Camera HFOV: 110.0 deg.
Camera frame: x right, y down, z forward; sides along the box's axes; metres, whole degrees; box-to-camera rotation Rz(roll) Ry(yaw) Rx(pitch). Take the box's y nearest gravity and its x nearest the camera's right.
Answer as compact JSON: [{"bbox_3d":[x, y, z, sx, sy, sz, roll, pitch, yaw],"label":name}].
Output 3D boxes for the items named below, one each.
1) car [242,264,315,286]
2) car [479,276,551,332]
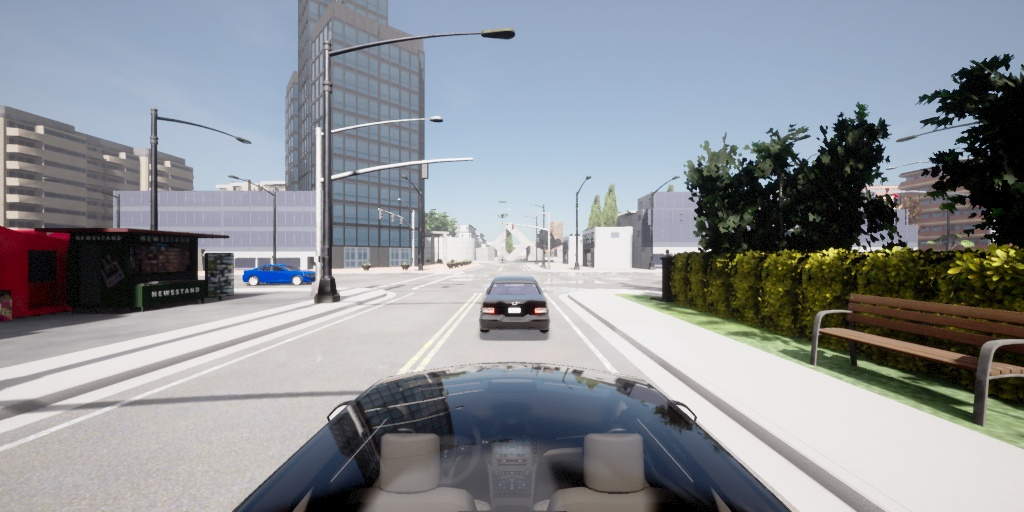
[{"bbox_3d":[-16.776,1.336,26.166,5.008,1.535,1.882,-1,0,0],"label":"car"},{"bbox_3d":[0.070,1.297,10.756,2.033,1.411,5.357,0,0,0],"label":"car"}]
